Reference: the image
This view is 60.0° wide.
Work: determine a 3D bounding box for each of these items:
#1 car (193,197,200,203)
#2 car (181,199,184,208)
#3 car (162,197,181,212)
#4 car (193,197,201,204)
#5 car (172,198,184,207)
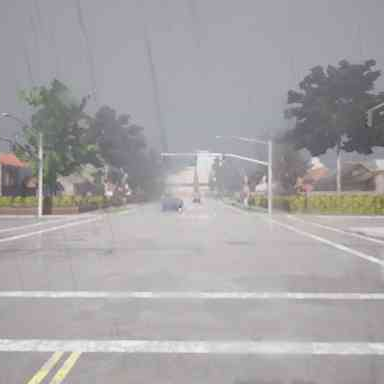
[{"bbox_3d":[1.241,2.070,89.069,1.812,1.442,4.674,0,0,1],"label":"car"},{"bbox_3d":[-2.682,1.679,52.223,2.097,1.767,4.553,0,0,1],"label":"car"},{"bbox_3d":[-2.770,1.746,42.870,1.882,1.535,5.008,0,0,1],"label":"car"},{"bbox_3d":[1.148,1.991,78.671,1.837,1.490,4.892,0,0,1],"label":"car"},{"bbox_3d":[-2.555,1.938,62.555,2.033,1.411,5.357,0,0,1],"label":"car"}]
